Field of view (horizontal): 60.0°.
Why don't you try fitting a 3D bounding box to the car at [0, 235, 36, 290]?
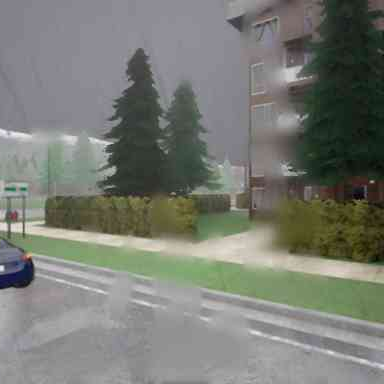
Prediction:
[{"bbox_3d":[-5.632,1.555,7.973,4.181,1.385,1.994,0,0,36],"label":"car"}]
